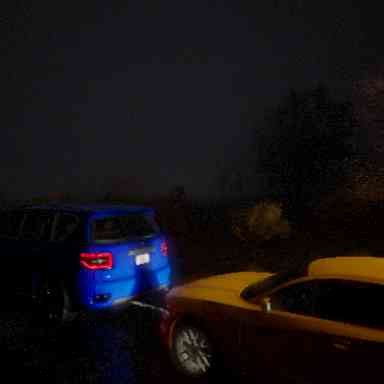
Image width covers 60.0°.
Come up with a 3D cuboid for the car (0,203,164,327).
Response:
[{"bbox_3d":[-3.033,1.264,7.357,5.566,2.045,2.150,0,0,36],"label":"car"}]

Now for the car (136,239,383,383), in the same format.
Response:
[{"bbox_3d":[1.855,1.506,3.823,5.008,1.535,1.882,0,0,36],"label":"car"}]
